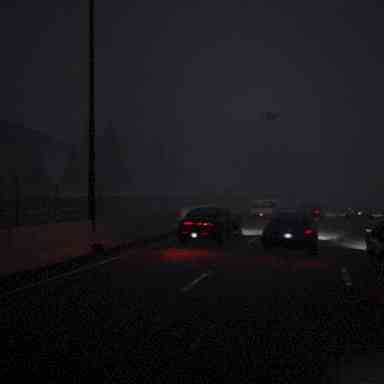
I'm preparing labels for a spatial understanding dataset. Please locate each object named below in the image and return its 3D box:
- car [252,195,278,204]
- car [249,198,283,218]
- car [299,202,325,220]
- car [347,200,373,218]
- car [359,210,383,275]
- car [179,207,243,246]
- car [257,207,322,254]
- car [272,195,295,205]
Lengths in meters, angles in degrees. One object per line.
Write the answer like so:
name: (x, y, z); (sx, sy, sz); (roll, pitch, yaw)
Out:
car: (12.563, 1.265, 57.033); (2.128, 1.511, 4.902); (0, 0, 41)
car: (6.456, 1.488, 28.305); (1.895, 1.301, 4.718); (0, 0, 26)
car: (9.720, 1.496, 27.032); (1.895, 1.301, 4.718); (0, 0, 26)
car: (14.105, 1.420, 27.945); (1.812, 1.442, 4.674); (0, 0, 27)
car: (6.394, 1.511, 9.792); (2.033, 1.411, 5.357); (0, 0, 22)
car: (0.986, 1.439, 15.139); (1.837, 1.490, 4.892); (0, -1, 22)
car: (4.106, 1.508, 13.510); (1.994, 1.385, 4.181); (0, 0, 22)
car: (15.019, 1.291, 54.498); (1.837, 1.490, 4.892); (0, 0, 41)
